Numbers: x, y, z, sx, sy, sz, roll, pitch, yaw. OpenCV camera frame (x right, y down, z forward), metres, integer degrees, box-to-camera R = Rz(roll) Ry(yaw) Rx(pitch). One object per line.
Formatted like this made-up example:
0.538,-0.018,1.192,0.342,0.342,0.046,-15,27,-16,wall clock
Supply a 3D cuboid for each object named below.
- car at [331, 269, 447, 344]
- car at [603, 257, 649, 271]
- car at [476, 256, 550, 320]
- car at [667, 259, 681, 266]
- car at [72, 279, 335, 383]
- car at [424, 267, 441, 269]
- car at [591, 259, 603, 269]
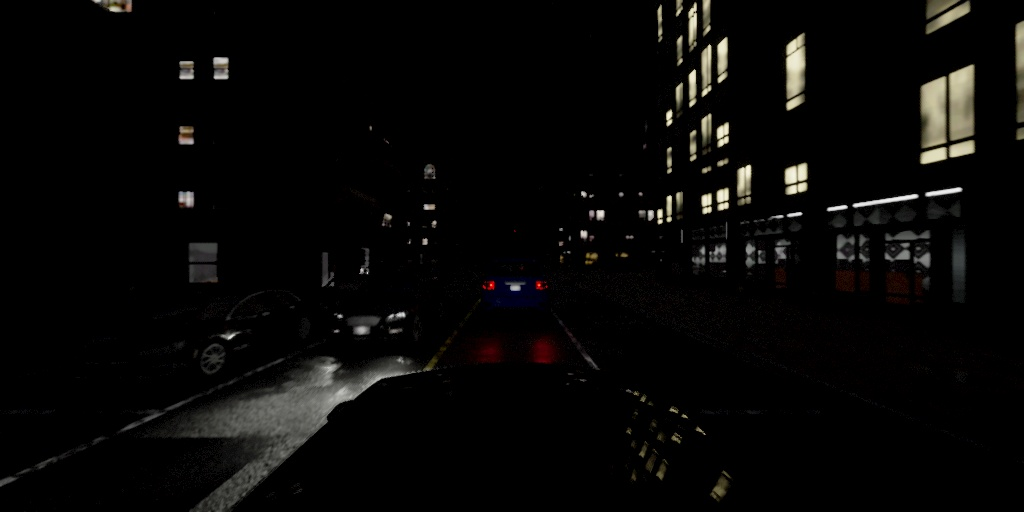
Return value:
-3.103,1.283,9.843,2.128,1.511,4.902,0,0,0,car
14.699,1.006,45.742,5.009,1.841,2.192,0,0,0,car
0.092,1.030,13.098,2.150,2.045,5.566,0,0,0,car
25.654,1.096,54.221,4.207,1.307,1.802,0,0,0,car
-5.693,1.328,7.191,2.007,1.370,4.403,0,0,0,car
-5.747,1.455,25.756,1.802,1.307,4.207,0,0,0,car
14.563,1.035,54.121,5.009,1.841,2.192,0,0,0,car
